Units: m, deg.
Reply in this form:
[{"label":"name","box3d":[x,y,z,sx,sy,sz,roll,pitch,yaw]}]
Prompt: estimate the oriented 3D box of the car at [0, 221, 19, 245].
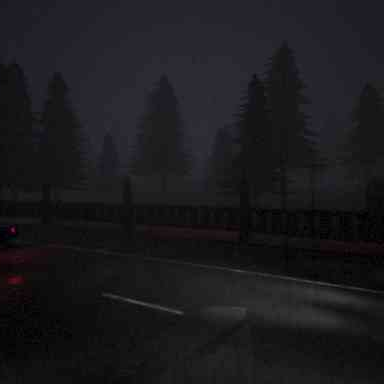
[{"label":"car","box3d":[-9.216,1.490,13.250,4.718,1.301,1.895,0,0,27]}]
